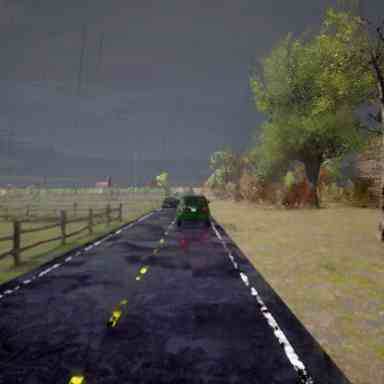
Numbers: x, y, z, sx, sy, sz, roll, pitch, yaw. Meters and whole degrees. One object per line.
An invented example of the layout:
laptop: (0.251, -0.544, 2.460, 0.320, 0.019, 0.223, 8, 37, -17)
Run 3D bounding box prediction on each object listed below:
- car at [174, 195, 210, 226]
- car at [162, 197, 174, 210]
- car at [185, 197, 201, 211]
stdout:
car: (0.099, 1.203, 23.126, 2.150, 2.045, 5.566, 0, 0, 0)
car: (-2.783, 1.435, 42.932, 1.882, 1.535, 5.008, 0, 0, 1)
car: (0.102, 1.438, 41.301, 1.882, 1.535, 5.008, 0, 0, 0)
